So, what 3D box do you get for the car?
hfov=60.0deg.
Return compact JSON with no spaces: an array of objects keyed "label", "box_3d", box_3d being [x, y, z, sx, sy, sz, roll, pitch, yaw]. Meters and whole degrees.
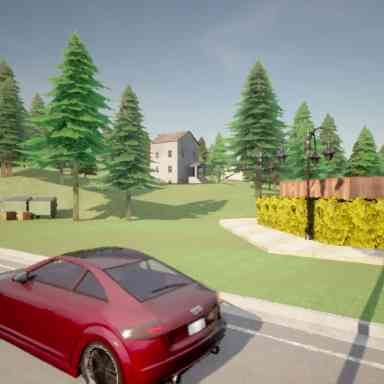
[{"label":"car","box_3d":[-1.567,1.563,5.106,4.181,1.385,1.994,0,0,36]}]
